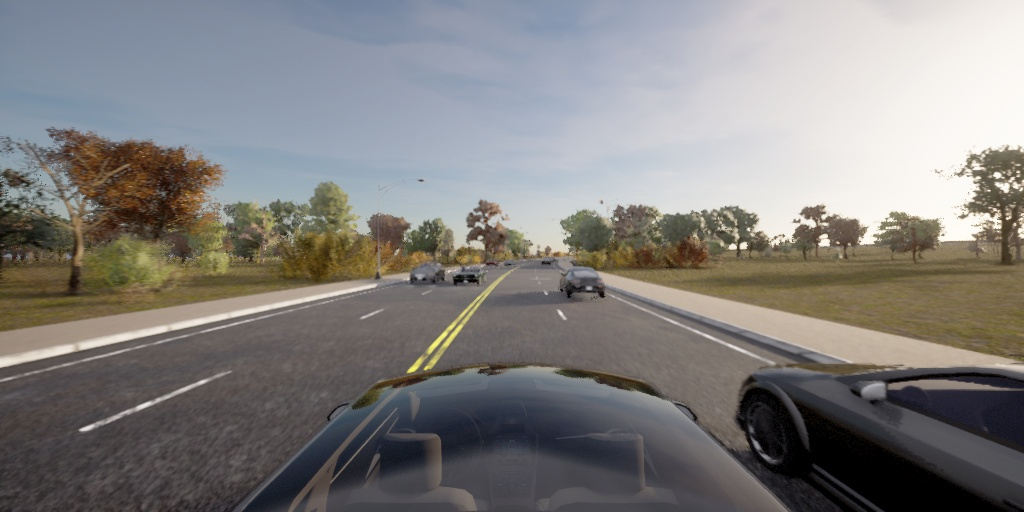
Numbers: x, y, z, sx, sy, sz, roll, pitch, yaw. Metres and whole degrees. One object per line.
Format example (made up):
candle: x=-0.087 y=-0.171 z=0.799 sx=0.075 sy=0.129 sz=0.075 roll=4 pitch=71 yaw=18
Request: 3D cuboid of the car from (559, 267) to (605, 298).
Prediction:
car: x=3.550 y=1.293 z=18.590 sx=1.812 sy=1.442 sz=4.674 roll=0 pitch=0 yaw=1

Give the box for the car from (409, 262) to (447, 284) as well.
car: x=-6.144 y=1.240 z=26.699 sx=2.128 sy=1.511 sz=4.902 roll=0 pitch=0 yaw=2

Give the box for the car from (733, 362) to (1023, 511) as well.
car: x=3.364 y=1.322 z=2.118 sx=1.994 sy=1.385 sz=4.181 roll=0 pitch=0 yaw=0

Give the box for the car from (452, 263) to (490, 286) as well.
car: x=-2.946 y=1.356 z=25.440 sx=1.895 sy=1.301 sz=4.718 roll=0 pitch=0 yaw=2
